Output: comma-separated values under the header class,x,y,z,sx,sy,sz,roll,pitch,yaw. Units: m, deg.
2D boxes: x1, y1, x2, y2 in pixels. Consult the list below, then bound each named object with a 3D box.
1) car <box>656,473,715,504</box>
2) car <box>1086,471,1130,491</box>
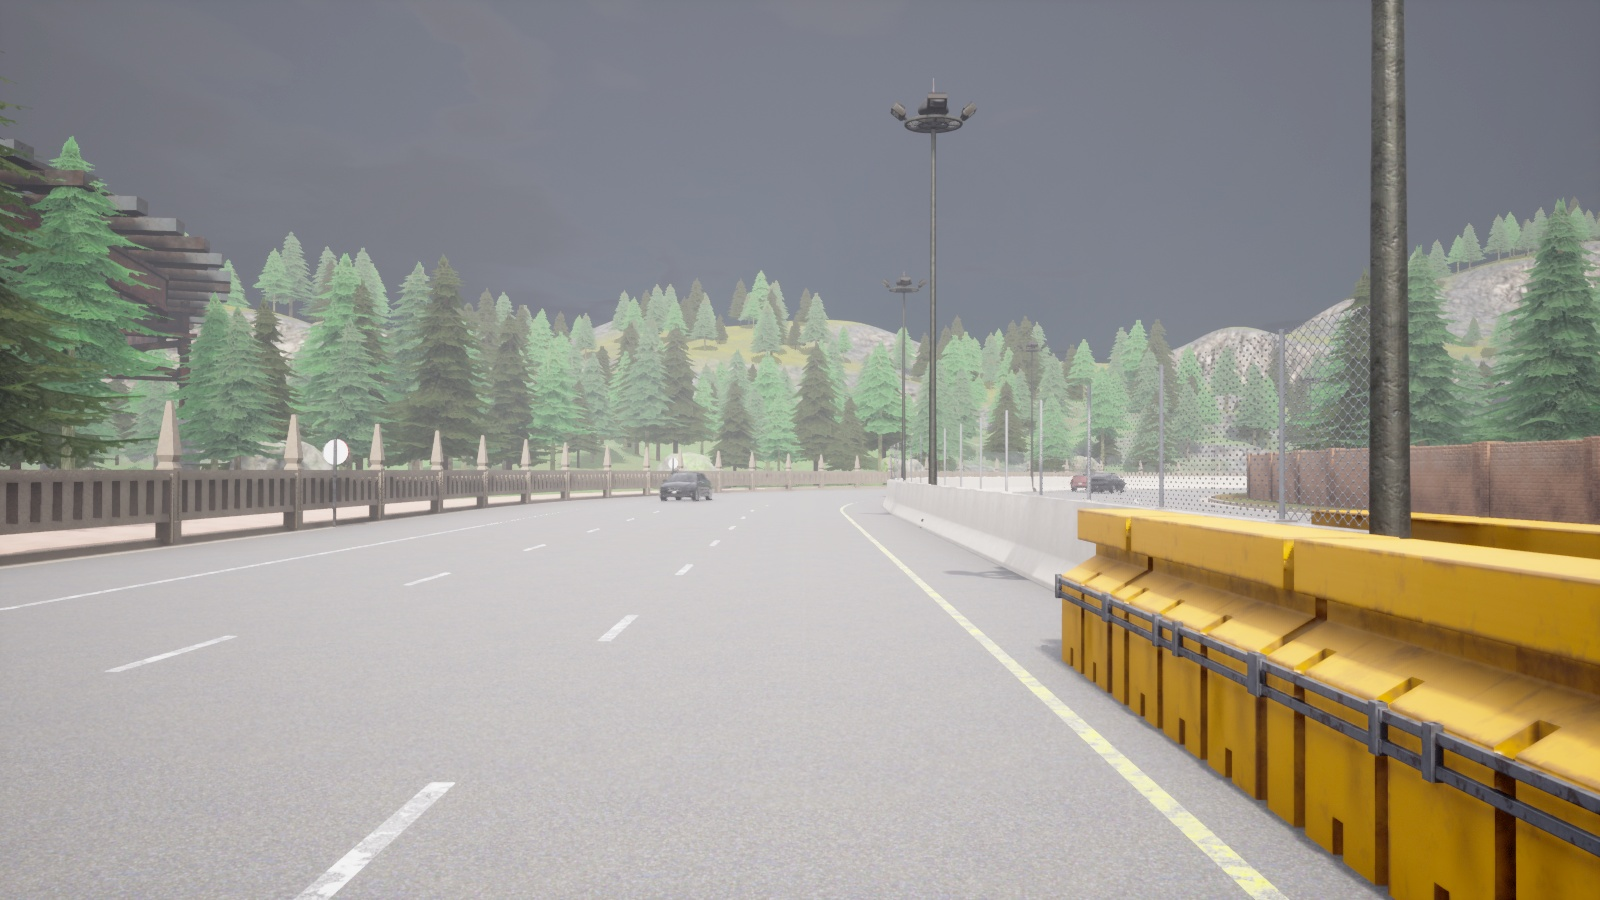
class,x,y,z,sx,sy,sz,roll,pitch,yaw
car,-5.785,1.914,63.988,1.837,1.490,4.892,-1,-1,9
car,22.985,2.295,93.572,1.837,1.490,4.892,-1,-1,30
